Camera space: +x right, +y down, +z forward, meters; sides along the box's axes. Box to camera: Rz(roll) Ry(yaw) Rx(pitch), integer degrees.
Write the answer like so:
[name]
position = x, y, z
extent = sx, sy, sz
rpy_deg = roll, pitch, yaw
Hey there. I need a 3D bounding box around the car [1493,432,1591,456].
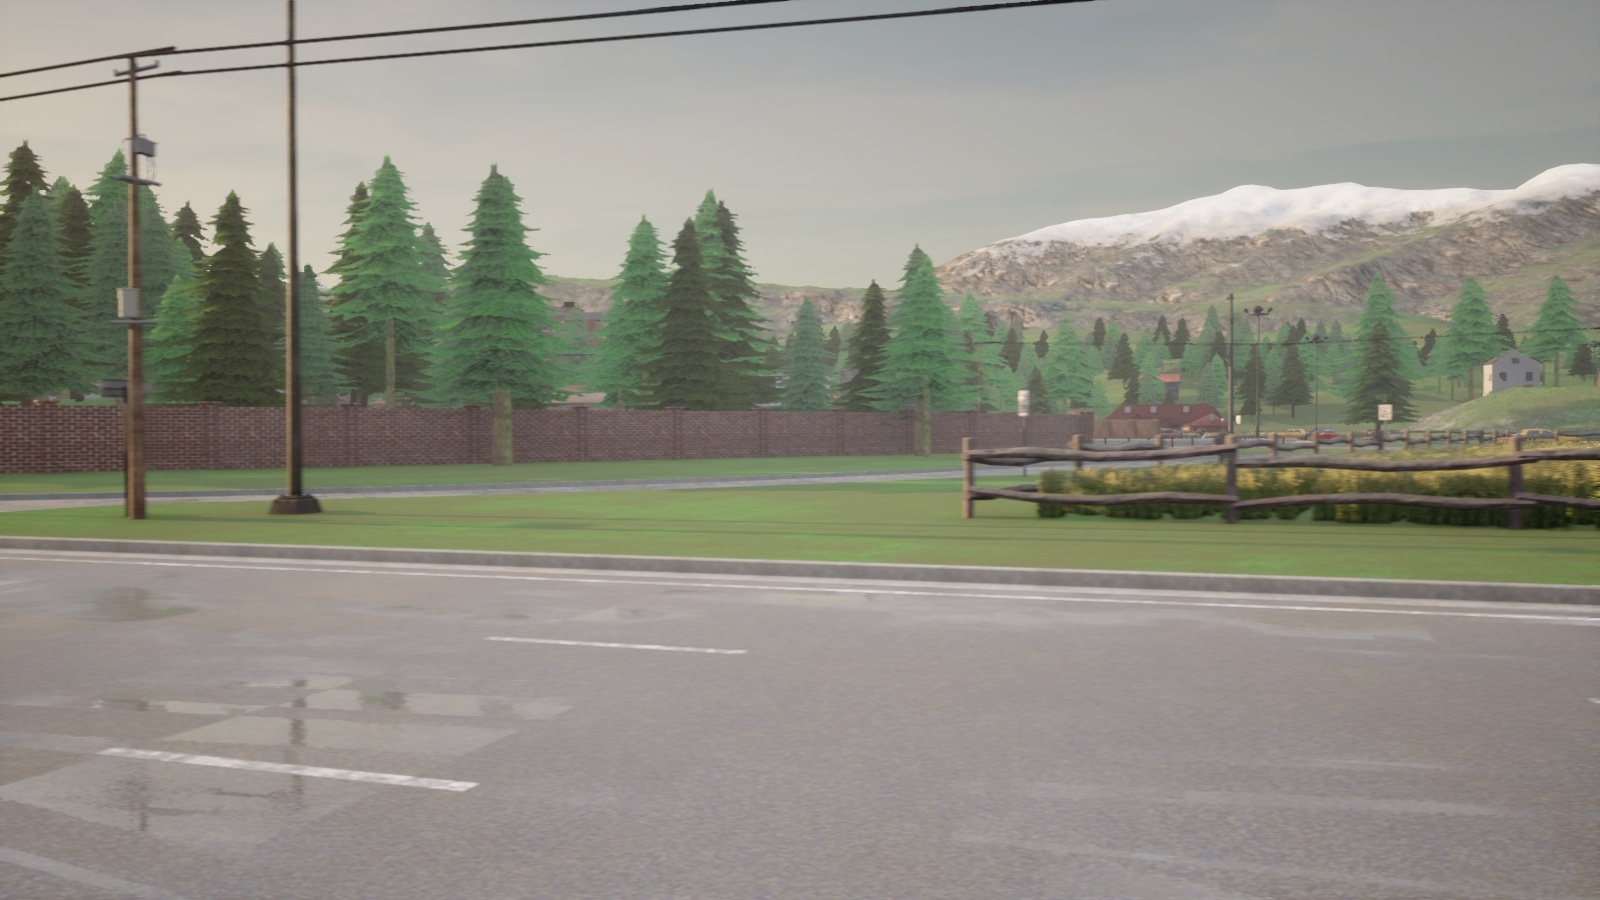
[car]
position = 49.812, -0.399, 84.435
extent = 5.366, 1.575, 1.801
rpy_deg = 1, 1, 18
